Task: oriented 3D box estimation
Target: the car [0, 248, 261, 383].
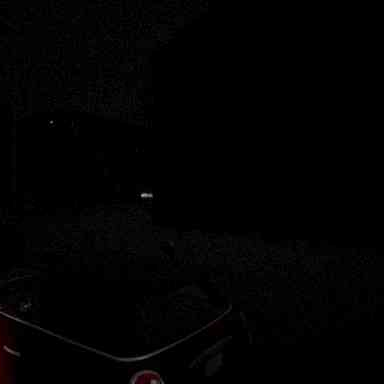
[{"bbox_3d":[-1.405,1.392,3.820,4.097,1.590,1.967,1,0,36],"label":"car"}]
